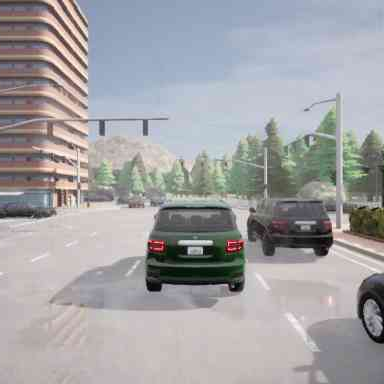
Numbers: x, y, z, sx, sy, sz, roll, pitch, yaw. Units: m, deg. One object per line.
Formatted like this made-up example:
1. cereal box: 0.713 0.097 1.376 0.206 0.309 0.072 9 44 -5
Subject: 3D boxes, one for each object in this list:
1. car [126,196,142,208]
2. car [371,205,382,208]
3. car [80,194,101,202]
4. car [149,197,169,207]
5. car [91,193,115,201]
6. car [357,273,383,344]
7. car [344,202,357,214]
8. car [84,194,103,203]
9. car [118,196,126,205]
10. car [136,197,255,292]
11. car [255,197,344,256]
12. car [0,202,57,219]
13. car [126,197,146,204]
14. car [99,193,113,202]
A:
1. car: -7.922 1.352 47.258 2.097 1.767 4.553 0 0 -13
2. car: 19.221 1.656 32.270 4.718 1.301 1.895 0 0 1
3. car: -24.168 1.355 79.197 4.553 1.767 2.097 0 0 24
4. car: -5.307 1.547 52.079 2.033 1.411 5.357 0 0 -18
5. car: -22.040 1.225 82.067 5.566 2.045 2.150 0 0 24
6. car: 3.608 1.504 3.517 1.837 1.490 4.892 0 0 0
7. car: 14.956 1.603 35.793 5.357 1.411 2.033 0 0 4
8. car: -21.469 1.595 69.497 4.718 1.301 1.895 0 0 38
9. car: -11.469 1.505 57.643 1.837 1.490 4.892 0 0 -30
10. car: 0.087 1.221 9.077 2.150 2.045 5.566 0 0 0
11. car: 3.614 1.221 13.212 2.150 2.045 5.566 0 0 0
12. car: -14.664 1.603 28.890 5.357 1.411 2.033 0 0 1
13. car: -10.681 1.601 63.197 1.895 1.301 4.718 0 0 -34
14. car: -19.263 1.553 72.221 4.181 1.385 1.994 0 0 38
